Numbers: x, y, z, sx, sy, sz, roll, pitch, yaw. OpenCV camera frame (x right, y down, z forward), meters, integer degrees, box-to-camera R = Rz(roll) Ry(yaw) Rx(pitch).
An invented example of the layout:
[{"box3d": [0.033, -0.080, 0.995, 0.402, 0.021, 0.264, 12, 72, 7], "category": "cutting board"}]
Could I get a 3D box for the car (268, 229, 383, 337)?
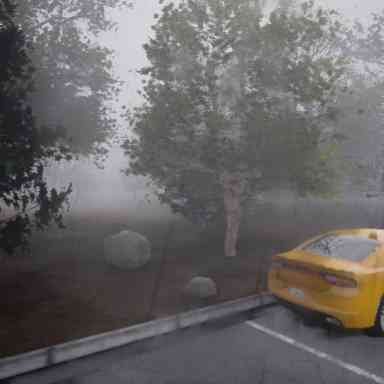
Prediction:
[{"box3d": [3.767, 1.492, 6.725, 5.008, 1.535, 2.097, 0, 1, -33], "category": "car"}]
